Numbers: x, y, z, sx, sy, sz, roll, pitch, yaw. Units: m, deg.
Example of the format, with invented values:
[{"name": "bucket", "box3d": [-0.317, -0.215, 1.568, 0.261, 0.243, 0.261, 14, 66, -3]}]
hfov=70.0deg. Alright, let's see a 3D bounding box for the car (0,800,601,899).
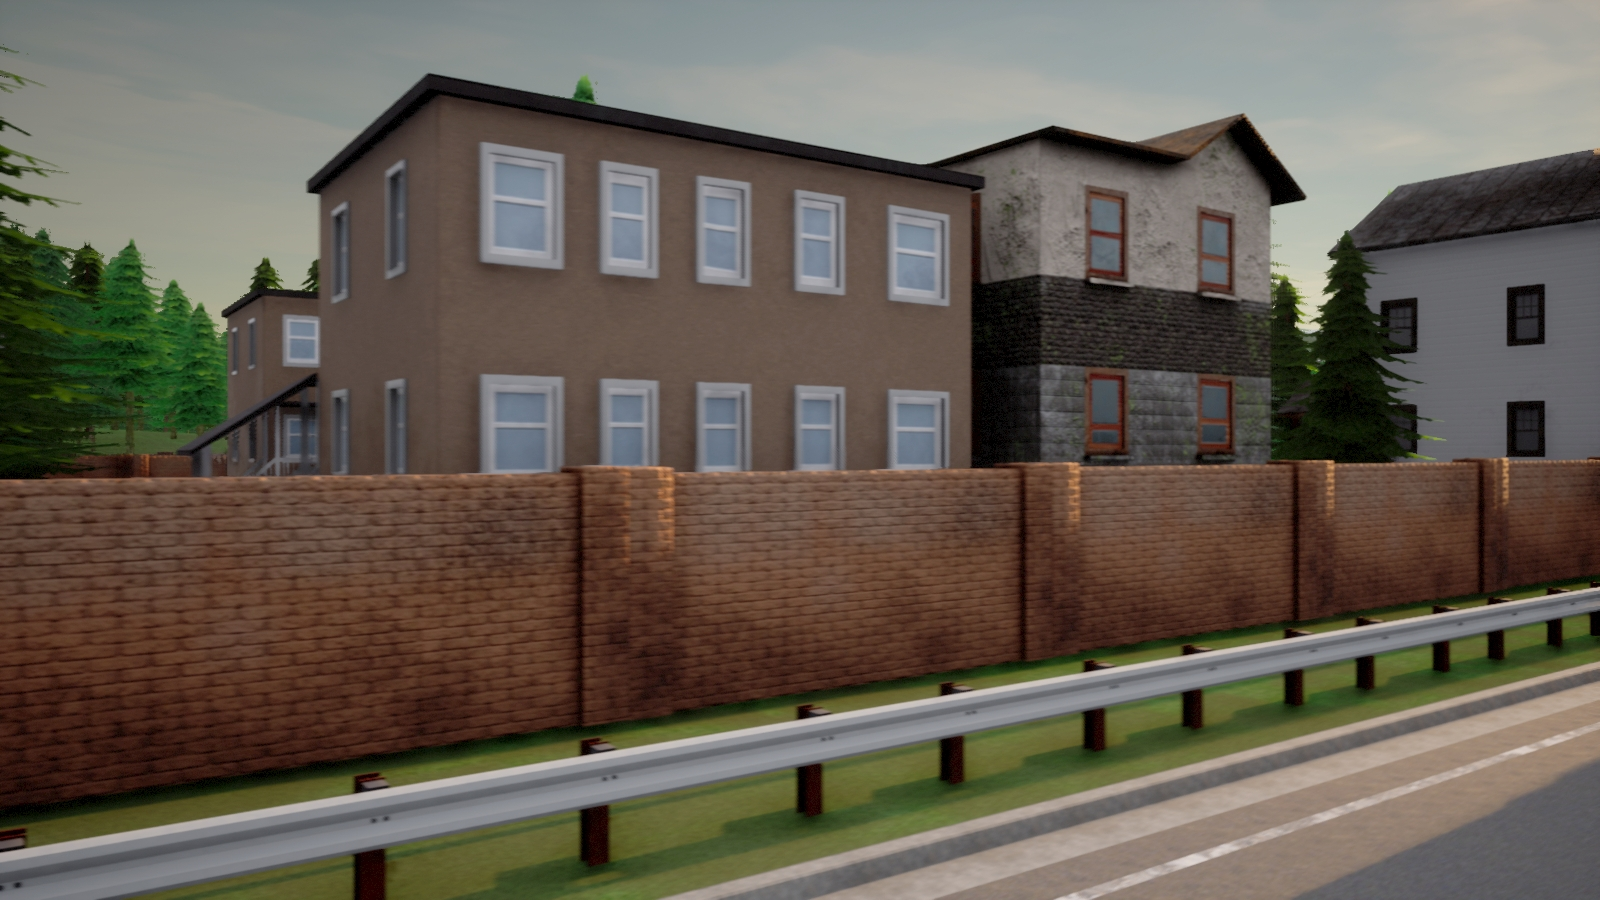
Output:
[{"name": "car", "box3d": [-2.491, 2.039, 2.058, 4.514, 1.525, 2.007, 0, 0, -35]}]
